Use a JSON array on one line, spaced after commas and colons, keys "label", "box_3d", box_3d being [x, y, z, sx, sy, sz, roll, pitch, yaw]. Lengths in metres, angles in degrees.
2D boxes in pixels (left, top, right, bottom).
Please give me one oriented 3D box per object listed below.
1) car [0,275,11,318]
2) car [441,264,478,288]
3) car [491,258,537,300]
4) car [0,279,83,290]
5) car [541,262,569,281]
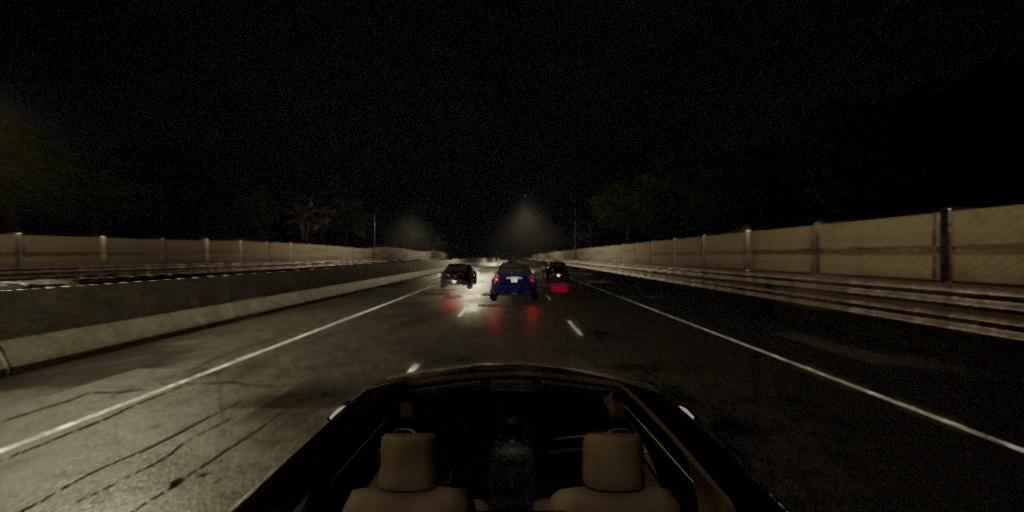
[{"label": "car", "box_3d": [-17.560, 1.315, 9.749, 1.994, 1.385, 4.181, 0, 0, 0]}, {"label": "car", "box_3d": [-3.394, 1.250, 23.534, 1.837, 1.490, 4.892, 0, 0, 0]}, {"label": "car", "box_3d": [0.102, 1.100, 17.936, 2.097, 1.767, 4.553, 0, 0, 0]}, {"label": "car", "box_3d": [-14.060, 1.352, 10.022, 1.895, 1.301, 4.718, 0, 0, 0]}, {"label": "car", "box_3d": [3.608, 1.247, 30.188, 1.837, 1.490, 4.892, 0, 0, 0]}]
